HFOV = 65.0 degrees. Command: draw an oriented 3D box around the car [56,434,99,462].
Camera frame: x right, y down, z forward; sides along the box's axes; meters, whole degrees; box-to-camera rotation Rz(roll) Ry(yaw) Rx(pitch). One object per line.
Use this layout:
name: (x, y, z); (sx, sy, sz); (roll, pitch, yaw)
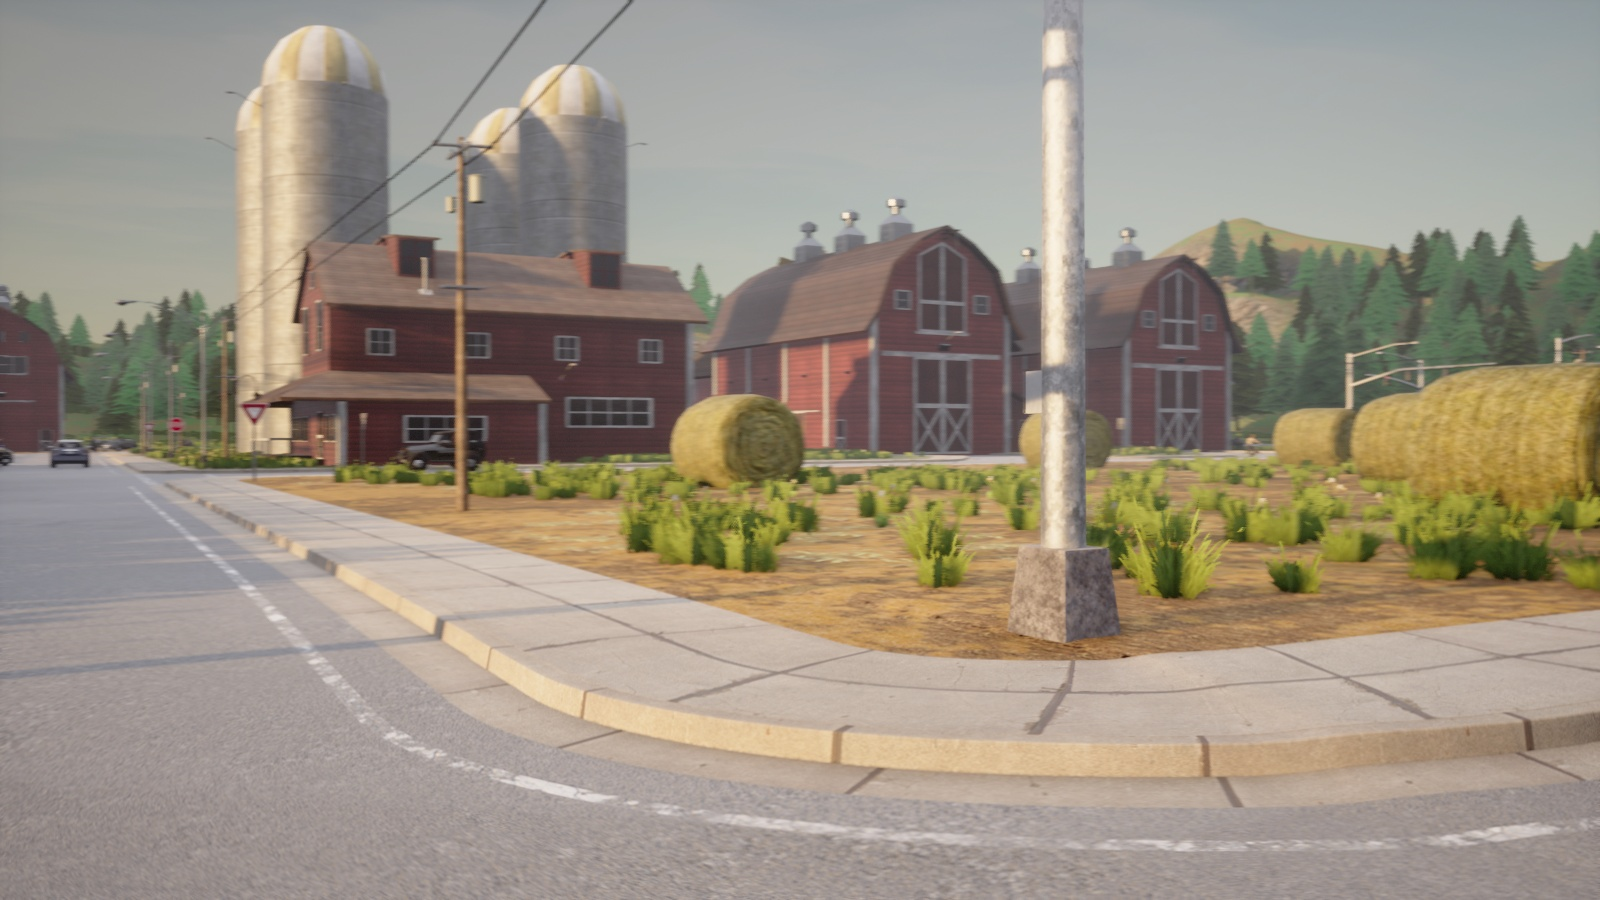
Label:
car: (-39.487, -0.141, 68.622); (1.970, 1.475, 3.806); (0, 1, -30)

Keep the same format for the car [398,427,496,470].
car: (-15.819, -0.089, 56.307); (3.866, 1.878, 1.905); (0, 1, -31)

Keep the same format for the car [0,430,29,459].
car: (-46.918, -0.331, 71.629); (4.611, 1.667, 2.242); (0, 0, 5)
